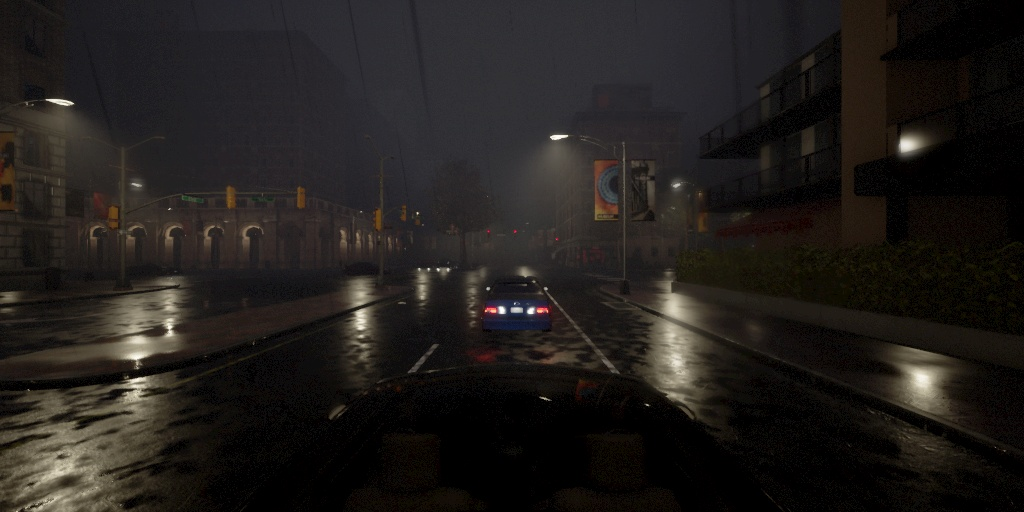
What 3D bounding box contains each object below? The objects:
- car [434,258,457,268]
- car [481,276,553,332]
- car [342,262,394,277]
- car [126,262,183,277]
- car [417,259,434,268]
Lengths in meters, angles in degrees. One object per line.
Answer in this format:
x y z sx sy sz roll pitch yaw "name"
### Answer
-11.052 1.102 59.739 2.097 1.767 4.553 0 0 1 "car"
0.146 1.297 10.789 2.033 1.411 5.357 0 0 1 "car"
-13.826 1.276 34.526 4.674 1.442 1.812 0 0 0 "car"
-34.471 1.314 34.606 4.181 1.385 1.994 0 0 0 "car"
-14.518 1.228 61.808 1.882 1.535 5.008 0 0 1 "car"
